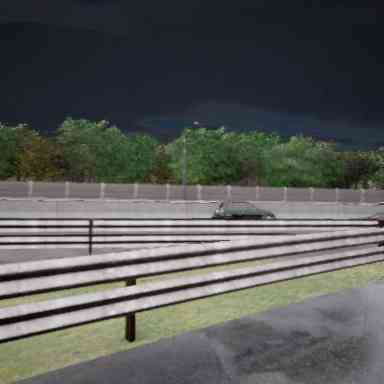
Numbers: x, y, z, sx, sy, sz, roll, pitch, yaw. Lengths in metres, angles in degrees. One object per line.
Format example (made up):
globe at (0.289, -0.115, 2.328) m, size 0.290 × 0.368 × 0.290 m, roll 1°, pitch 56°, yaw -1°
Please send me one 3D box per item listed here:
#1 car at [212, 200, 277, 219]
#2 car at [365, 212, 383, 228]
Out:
car at (3.862, 1.502, 24.249) m, size 4.553 × 1.767 × 2.097 m, roll 1°, pitch 0°, yaw -12°
car at (11.615, 1.824, 18.741) m, size 4.181 × 1.385 × 1.994 m, roll 1°, pitch 0°, yaw -12°
